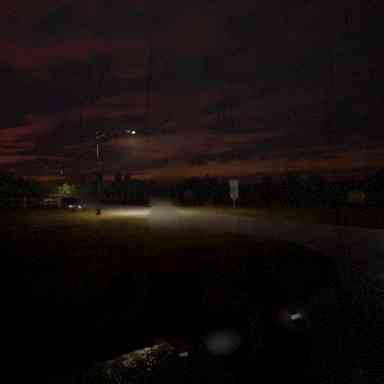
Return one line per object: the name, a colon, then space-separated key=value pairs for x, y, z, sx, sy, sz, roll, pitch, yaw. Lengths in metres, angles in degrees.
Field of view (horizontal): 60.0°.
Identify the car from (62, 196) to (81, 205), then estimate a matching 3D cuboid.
car: x=-18.354 y=1.240 z=50.139 sx=1.895 sy=1.301 sz=4.718 roll=-2 pitch=1 yaw=-35
